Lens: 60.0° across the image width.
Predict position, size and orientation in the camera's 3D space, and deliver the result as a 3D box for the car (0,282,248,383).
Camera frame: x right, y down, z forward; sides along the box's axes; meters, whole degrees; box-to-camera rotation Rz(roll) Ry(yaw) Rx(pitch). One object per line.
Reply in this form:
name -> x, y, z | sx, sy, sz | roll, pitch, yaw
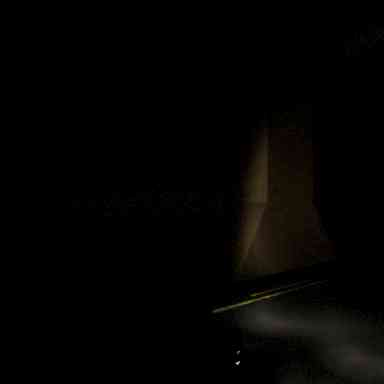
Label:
car -> -1.758, 1.478, 2.493 | 5.008, 1.535, 1.882 | 0, 0, -35
